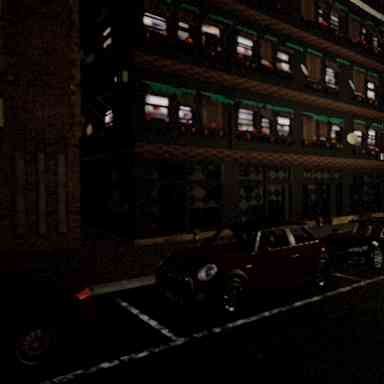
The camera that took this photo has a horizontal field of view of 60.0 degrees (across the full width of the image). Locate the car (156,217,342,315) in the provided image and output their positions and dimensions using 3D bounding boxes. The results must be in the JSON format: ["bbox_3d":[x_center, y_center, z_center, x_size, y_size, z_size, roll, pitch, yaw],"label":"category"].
[{"bbox_3d":[1.208,1.416,7.396,4.097,1.590,1.967,0,-1,-35],"label":"car"}]

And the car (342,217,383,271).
[{"bbox_3d":[5.769,1.501,10.649,4.403,1.369,2.008,0,-1,-35],"label":"car"}]

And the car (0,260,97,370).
[{"bbox_3d":[-3.351,1.584,4.142,4.206,1.307,1.802,0,-1,-35],"label":"car"}]
